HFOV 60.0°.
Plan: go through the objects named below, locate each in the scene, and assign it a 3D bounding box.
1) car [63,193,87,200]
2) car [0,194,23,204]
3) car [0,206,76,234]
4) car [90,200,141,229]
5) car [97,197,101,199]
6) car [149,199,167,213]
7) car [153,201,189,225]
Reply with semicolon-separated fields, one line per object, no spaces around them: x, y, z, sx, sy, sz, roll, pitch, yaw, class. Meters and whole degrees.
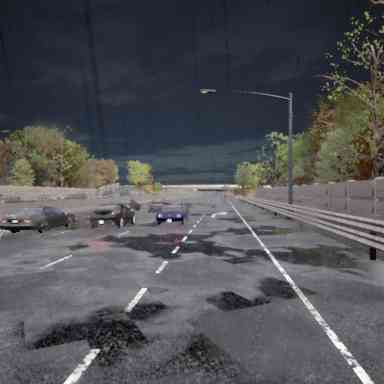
-19.673;1.236;56.126;2.150;2.045;5.566;0;0;5;car
-24.311;1.354;43.805;2.097;1.767;4.553;0;0;6;car
-8.731;1.545;19.395;2.033;1.411;5.357;0;0;5;car
-5.019;1.500;21.622;1.837;1.490;4.892;0;0;5;car
-15.940;1.620;58.495;1.895;1.301;4.718;0;0;5;car
-3.582;1.491;37.588;2.128;1.511;4.902;0;0;5;car
-1.276;1.598;24.165;1.895;1.301;4.718;0;0;5;car
